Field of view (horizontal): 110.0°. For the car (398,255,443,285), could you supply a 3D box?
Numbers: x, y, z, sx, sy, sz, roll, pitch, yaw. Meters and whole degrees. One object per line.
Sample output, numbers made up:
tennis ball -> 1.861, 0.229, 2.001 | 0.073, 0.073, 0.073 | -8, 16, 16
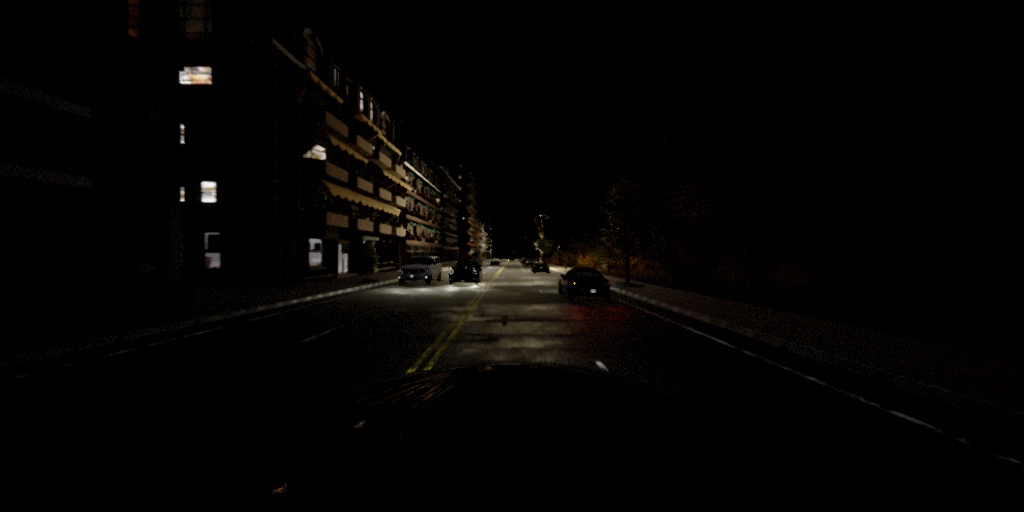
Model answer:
car -> -6.583, 0.975, 26.340 | 2.150, 2.045, 5.566 | 0, 0, 0

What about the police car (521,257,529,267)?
police car -> 3.259, 1.263, 64.564 | 2.038, 1.542, 4.974 | 0, 0, 0

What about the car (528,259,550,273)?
car -> 3.357, 1.318, 42.913 | 1.994, 1.385, 4.181 | 0, 0, 0

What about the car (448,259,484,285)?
car -> -3.329, 1.104, 26.419 | 2.097, 1.767, 4.553 | 0, 0, 0

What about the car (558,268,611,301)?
car -> 3.352, 1.277, 17.079 | 1.812, 1.442, 4.674 | 0, 0, 0
